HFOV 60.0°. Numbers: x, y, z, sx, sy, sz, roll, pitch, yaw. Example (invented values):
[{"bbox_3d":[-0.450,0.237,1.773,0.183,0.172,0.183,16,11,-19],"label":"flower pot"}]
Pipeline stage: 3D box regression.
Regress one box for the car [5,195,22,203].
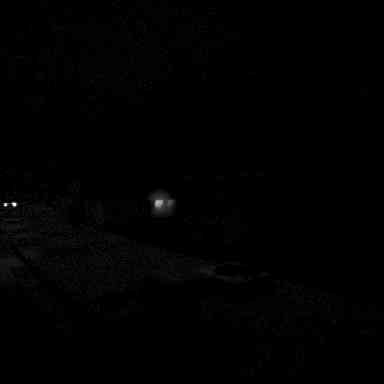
[{"bbox_3d":[-31.287,1.218,58.357,1.994,1.385,4.181,-3,1,-14],"label":"car"}]
